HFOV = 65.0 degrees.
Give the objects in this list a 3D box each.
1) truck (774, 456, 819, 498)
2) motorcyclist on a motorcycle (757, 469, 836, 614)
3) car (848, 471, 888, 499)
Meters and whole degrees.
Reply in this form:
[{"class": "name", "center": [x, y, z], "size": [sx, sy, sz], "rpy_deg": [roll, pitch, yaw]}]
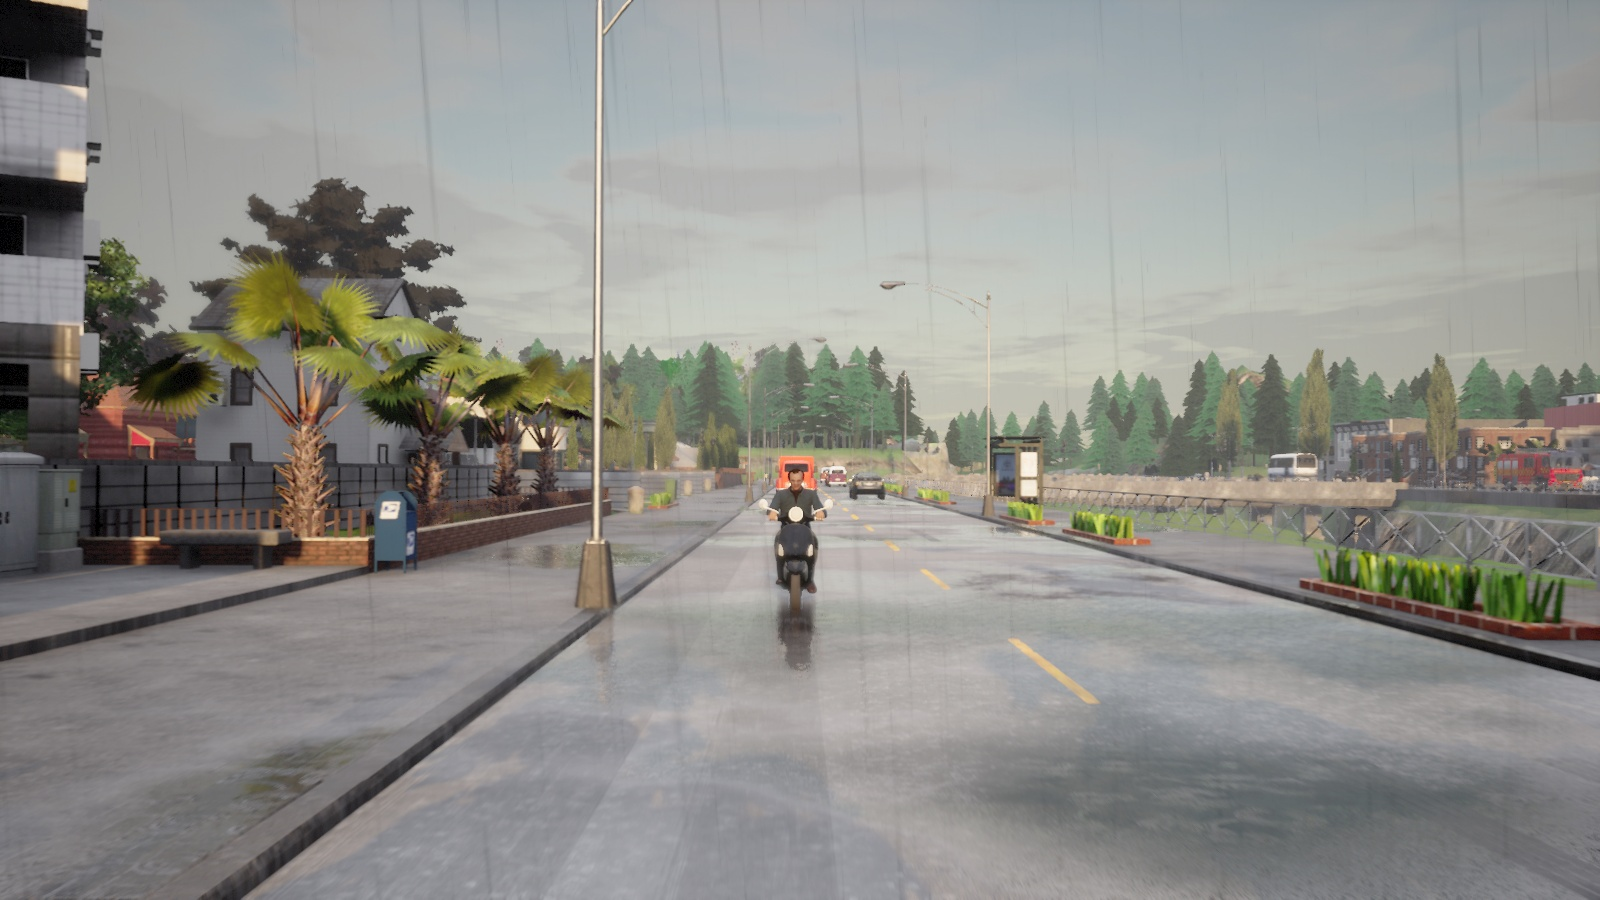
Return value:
[{"class": "truck", "center": [-0.226, 1.616, 76.263], "size": [2.627, 2.467, 5.204], "rpy_deg": [0, -1, 0]}, {"class": "motorcyclist on a motorcycle", "center": [-0.043, 1.017, 14.736], "size": [0.866, 1.590, 1.817], "rpy_deg": [0, -1, 0]}, {"class": "car", "center": [3.791, 1.945, 71.065], "size": [2.007, 1.525, 4.514], "rpy_deg": [0, -1, 0]}]
